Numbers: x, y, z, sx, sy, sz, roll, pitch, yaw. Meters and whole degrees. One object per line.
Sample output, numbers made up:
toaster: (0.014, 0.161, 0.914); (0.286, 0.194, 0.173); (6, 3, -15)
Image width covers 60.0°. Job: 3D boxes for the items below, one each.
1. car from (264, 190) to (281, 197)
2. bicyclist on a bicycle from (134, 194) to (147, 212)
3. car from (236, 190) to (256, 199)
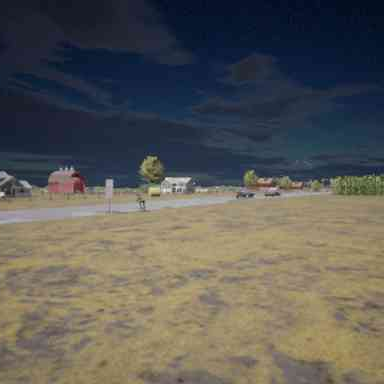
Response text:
car: (16.481, 0.224, 67.834); (2.033, 1.411, 5.357); (1, 2, 35)
bicyclist on a bicycle: (-4.854, 1.054, 31.088); (1.656, 1.620, 0.582); (-1, 1, 35)
car: (9.457, 0.392, 57.951); (1.837, 1.490, 4.892); (1, 2, 36)
